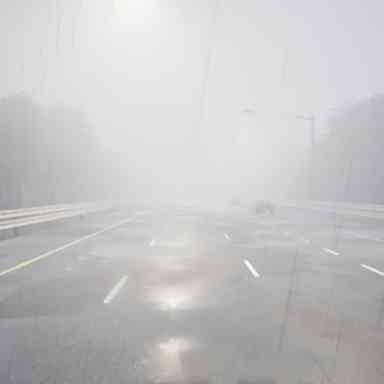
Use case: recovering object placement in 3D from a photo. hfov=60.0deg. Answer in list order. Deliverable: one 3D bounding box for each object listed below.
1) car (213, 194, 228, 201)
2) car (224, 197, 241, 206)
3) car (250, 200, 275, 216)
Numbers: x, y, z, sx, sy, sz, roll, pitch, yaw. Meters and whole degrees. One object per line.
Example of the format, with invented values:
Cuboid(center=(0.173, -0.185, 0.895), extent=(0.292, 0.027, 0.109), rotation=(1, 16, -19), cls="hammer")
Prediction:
Cuboid(center=(7.386, 1.475, 86.429), extent=(2.097, 1.767, 4.553), rotation=(0, 0, 1), cls="car")
Cuboid(center=(7.159, 1.622, 56.315), extent=(2.033, 1.411, 5.357), rotation=(0, 0, 0), cls="car")
Cuboid(center=(7.053, 1.543, 33.584), extent=(1.837, 1.490, 4.892), rotation=(0, 0, 0), cls="car")
